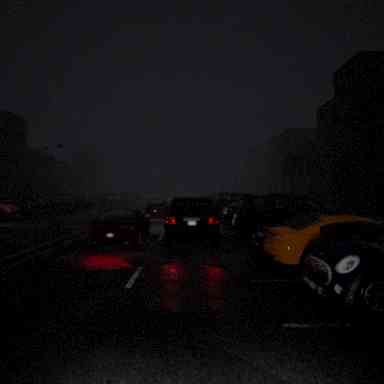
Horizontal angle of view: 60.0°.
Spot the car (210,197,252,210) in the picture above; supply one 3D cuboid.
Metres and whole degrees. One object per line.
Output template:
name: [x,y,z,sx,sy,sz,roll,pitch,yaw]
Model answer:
car: [4.680,1.387,40.266,4.792,1.488,2.163,0,0,0]

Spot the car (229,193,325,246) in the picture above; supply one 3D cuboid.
car: [4.739,1.172,15.253,5.566,2.045,2.435,0,0,0]

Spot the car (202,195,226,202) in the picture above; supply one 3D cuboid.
car: [4.716,1.402,70.835,4.892,1.521,2.231,0,0,0]

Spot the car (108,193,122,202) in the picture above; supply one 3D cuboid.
car: [-15.499,1.387,58.387,5.008,1.535,2.097,0,0,0]

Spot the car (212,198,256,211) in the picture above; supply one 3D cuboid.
car: [4.707,1.400,37.612,4.674,1.452,2.002,0,0,0]

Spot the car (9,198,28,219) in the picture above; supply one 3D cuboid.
car: [-15.499,1.264,25.301,4.553,1.767,2.185,0,0,0]

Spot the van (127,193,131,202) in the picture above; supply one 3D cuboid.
van: [-15.619,1.195,69.414,4.442,1.987,1.878,0,0,0]

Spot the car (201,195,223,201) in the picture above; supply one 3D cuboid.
car: [4.704,1.435,79.172,5.008,1.535,2.097,0,0,0]

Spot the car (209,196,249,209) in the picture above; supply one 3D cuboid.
car: [4.703,1.357,43.045,4.892,1.521,2.231,0,0,0]

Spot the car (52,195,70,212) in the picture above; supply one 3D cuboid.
car: [-15.468,1.375,33.573,4.892,1.521,2.231,0,0,0]

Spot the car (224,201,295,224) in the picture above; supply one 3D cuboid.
car: [4.707,1.432,23.657,4.674,1.452,2.002,0,0,0]

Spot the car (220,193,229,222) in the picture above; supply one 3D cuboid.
car: [4.681,1.150,20.937,5.566,2.045,2.435,0,0,0]

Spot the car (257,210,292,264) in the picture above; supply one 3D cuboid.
car: [4.704,1.446,9.821,5.008,1.535,2.097,0,0,0]

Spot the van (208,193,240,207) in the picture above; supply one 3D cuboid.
van: [4.593,1.130,48.603,4.442,1.987,1.878,0,0,0]

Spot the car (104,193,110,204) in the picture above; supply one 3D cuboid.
car: [-15.481,1.374,50.114,4.892,1.521,2.231,0,0,0]

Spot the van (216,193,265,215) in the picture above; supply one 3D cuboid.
van: [4.593,1.143,31.930,4.442,1.987,1.878,0,0,0]

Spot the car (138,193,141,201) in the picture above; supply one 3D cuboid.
car: [-15.516,1.470,80.444,5.008,1.535,2.097,0,0,0]

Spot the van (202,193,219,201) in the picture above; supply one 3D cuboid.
van: [4.826,1.245,87.511,4.442,1.987,1.878,0,0,0]

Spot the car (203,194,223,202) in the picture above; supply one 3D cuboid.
car: [4.741,1.298,76.393,4.553,1.767,2.185,0,0,0]

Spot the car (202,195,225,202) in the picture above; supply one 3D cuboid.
car: [4.705,1.412,73.611,5.008,1.535,2.097,0,0,0]

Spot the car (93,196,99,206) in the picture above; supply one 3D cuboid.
car: [-15.480,1.409,44.600,4.674,1.452,2.002,0,0,0]

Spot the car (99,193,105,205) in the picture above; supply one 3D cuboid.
car: [-15.670,1.368,47.358,5.366,1.575,1.946,0,0,0]

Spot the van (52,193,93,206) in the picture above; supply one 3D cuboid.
van: [-15.363,1.143,41.967,4.442,1.987,1.878,0,0,0]

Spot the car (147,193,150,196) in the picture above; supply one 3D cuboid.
car: [-15.550,1.282,94.235,5.566,2.045,2.435,0,0,0]

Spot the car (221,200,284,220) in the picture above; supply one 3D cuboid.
car: [4.707,1.423,26.371,4.674,1.452,2.002,0,0,0]

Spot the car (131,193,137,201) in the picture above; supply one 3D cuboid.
car: [-15.319,1.430,72.172,5.366,1.575,1.946,0,0,0]

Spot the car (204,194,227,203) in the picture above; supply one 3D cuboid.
car: [4.678,1.266,68.057,4.553,1.767,2.185,0,0,0]

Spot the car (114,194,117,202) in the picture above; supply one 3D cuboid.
car: [-15.494,1.421,55.629,4.674,1.452,2.002,0,0,0]

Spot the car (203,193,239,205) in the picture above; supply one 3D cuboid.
car: [4.681,1.108,54.160,5.566,2.045,2.435,0,0,0]

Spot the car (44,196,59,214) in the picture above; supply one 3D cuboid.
car: [-15.466,1.380,30.815,4.892,1.521,2.231,0,0,0]

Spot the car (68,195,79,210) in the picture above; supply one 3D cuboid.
car: [-15.470,1.373,36.330,4.892,1.521,2.231,0,0,0]

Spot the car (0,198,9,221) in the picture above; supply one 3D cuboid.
car: [-15.496,1.271,22.544,4.553,1.767,2.185,0,0,0]

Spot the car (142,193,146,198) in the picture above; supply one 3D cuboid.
car: [-15.544,1.246,85.960,5.566,2.045,2.435,0,0,0]

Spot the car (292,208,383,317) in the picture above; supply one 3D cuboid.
car: [4.741,1.332,6.917,4.553,1.767,2.185,0,0,0]

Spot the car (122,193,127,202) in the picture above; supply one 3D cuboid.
car: [-15.524,1.143,61.143,5.566,2.045,2.435,0,0,0]

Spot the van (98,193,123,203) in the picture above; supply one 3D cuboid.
van: [-15.614,1.177,63.901,4.442,1.987,1.878,0,0,0]

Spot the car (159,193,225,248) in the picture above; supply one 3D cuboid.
car: [0.000,1.205,14.676,2.150,2.045,5.566,0,0,0]

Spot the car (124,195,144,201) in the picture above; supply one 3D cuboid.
car: [-15.512,1.510,88.842,5.008,1.535,2.097,0,0,0]

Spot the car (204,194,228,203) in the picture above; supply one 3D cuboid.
car: [4.678,1.258,65.277,4.553,1.767,2.185,0,0,0]

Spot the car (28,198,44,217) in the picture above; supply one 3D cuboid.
car: [-15.438,1.258,28.059,4.553,1.767,2.185,0,0,0]

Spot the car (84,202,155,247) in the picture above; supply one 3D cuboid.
car: [-3.000,1.432,14.646,1.882,1.535,5.008,0,0,0]

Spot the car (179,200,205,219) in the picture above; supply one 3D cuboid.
car: [0.000,1.459,29.648,2.033,1.411,5.357,0,0,0]

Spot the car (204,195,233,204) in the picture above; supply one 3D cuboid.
car: [4.704,1.370,59.718,4.892,1.521,2.231,0,0,0]

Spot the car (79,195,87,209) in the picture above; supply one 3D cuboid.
car: [-15.472,1.371,39.086,4.892,1.521,2.231,0,0,0]

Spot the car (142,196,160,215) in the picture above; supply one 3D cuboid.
car: [-3.000,1.380,29.648,1.882,1.535,5.008,0,0,0]

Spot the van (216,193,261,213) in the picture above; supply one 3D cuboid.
van: [4.827,1.139,34.707,4.442,1.987,1.878,0,0,0]

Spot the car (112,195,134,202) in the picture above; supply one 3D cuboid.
car: [-15.504,1.484,74.929,4.674,1.452,2.002,0,0,0]

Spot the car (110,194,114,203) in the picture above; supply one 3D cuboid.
car: [-15.518,1.406,52.872,4.792,1.488,2.163,0,0,0]

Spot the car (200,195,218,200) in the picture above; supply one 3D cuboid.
car: [4.703,1.494,93.069,4.892,1.521,2.231,0,0,0]

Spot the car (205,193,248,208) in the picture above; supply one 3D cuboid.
car: [4.681,1.103,45.825,5.566,2.045,2.435,0,0,0]
